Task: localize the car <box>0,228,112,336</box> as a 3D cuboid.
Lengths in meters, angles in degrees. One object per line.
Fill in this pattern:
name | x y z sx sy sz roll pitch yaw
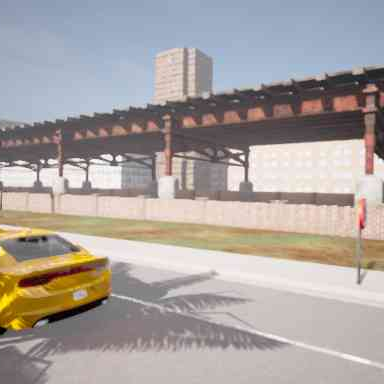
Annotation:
car | -3.780 1.476 6.687 5.008 1.535 1.882 0 0 35
